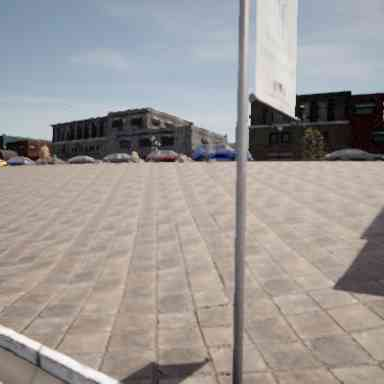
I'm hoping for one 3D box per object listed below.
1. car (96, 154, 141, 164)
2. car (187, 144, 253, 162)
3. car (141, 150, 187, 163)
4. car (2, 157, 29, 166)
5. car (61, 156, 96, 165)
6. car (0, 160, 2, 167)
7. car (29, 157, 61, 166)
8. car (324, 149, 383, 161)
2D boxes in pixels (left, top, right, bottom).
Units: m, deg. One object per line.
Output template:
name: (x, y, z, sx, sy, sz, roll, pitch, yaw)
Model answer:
car: (-7.358, -3.353, 35.571, 4.892, 1.521, 2.231, 1, 1, 27)
car: (2.825, -3.340, 30.793, 5.566, 2.045, 2.435, 2, 1, 25)
car: (-2.277, -3.358, 33.130, 4.553, 1.767, 2.185, 1, 1, 26)
car: (-22.049, -3.783, 43.433, 4.553, 1.767, 2.185, 1, 1, 31)
car: (-12.191, -3.414, 38.028, 4.674, 1.452, 2.002, 1, 1, 28)
car: (-26.804, -3.758, 46.248, 5.008, 1.535, 2.097, 1, 1, 32)
car: (-17.055, -3.524, 40.634, 4.792, 1.488, 2.163, 1, 1, 29)
car: (13.008, -2.700, 26.550, 4.674, 1.452, 2.002, 2, 1, 22)
